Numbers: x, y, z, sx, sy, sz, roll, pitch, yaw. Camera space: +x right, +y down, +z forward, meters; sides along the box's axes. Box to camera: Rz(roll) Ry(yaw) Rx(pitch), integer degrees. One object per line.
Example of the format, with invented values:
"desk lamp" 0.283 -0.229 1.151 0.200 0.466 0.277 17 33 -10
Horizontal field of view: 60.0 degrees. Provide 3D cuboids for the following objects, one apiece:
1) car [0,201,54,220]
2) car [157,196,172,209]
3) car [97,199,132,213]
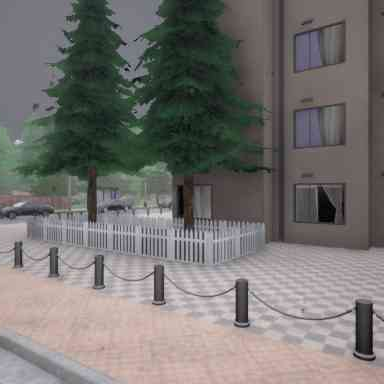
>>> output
"car" -14.299 1.510 28.692 1.812 1.442 4.674 0 0 37
"car" -2.541 1.337 44.321 2.097 1.767 4.553 0 0 37
"car" -8.710 1.476 36.154 2.128 1.511 4.902 0 0 37
